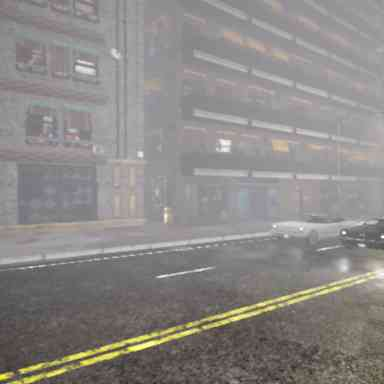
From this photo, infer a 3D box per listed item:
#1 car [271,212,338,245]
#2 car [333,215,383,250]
[{"bbox_3d":[5.978,1.680,16.131,4.718,1.301,1.895,0,0,-37],"label":"car"},{"bbox_3d":[8.047,1.674,13.619,4.718,1.301,1.895,0,0,-37],"label":"car"}]
